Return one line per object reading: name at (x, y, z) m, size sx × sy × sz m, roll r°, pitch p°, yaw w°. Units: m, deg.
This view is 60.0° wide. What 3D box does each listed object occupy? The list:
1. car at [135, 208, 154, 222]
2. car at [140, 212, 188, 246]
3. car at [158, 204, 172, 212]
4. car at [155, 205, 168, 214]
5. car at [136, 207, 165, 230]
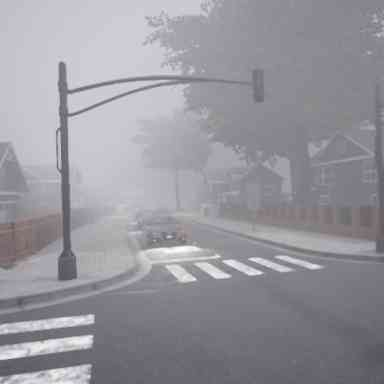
car at (-5.533, 2.641, 38.810) m, size 1.994 × 1.385 × 4.181 m, roll -2°, pitch -1°, yaw -8°
car at (-1.541, 2.056, 18.165) m, size 1.994 × 1.385 × 4.181 m, roll -2°, pitch -1°, yaw -13°
car at (-4.137, 2.613, 49.045) m, size 2.097 × 1.767 × 4.553 m, roll -2°, pitch -1°, yaw -7°
car at (-5.375, 3.079, 58.938) m, size 2.033 × 1.411 × 5.357 m, roll -2°, pitch -1°, yaw -5°
car at (-3.668, 2.308, 28.221) m, size 1.812 × 1.442 × 4.674 m, roll -2°, pitch -1°, yaw -11°
